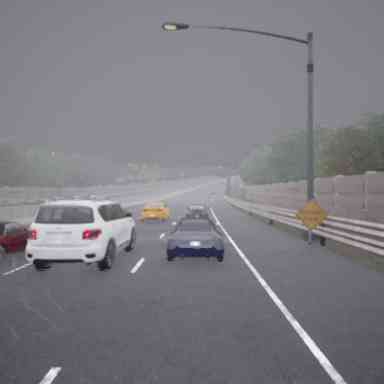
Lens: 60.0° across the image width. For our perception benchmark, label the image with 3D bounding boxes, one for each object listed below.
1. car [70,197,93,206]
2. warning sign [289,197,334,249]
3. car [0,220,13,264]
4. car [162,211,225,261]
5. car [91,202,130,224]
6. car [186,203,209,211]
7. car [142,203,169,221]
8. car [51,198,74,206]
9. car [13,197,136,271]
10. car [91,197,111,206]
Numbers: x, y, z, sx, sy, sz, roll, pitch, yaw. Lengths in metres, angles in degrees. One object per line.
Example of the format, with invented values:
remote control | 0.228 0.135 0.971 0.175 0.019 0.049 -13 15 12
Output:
car | -19.469 1.702 58.831 2.033 1.411 5.357 0 0 4
warning sign | 4.684 1.183 13.119 1.300 1.860 1.060 2 2 1
car | -6.874 1.652 11.765 1.895 1.301 4.718 0 0 1
car | 0.148 1.625 12.595 1.994 1.385 4.181 0 0 1
car | -6.578 1.655 27.363 1.837 1.490 4.892 0 0 2
car | 0.441 1.686 27.883 1.812 1.442 4.674 0 0 2
car | -3.040 1.636 28.486 1.882 1.535 5.008 0 0 2
car | -22.950 1.737 59.001 1.895 1.301 4.718 2 0 4
car | -3.384 1.273 11.265 2.150 2.045 5.566 0 0 1
car | -15.987 1.640 58.631 1.882 1.535 5.008 0 0 3
